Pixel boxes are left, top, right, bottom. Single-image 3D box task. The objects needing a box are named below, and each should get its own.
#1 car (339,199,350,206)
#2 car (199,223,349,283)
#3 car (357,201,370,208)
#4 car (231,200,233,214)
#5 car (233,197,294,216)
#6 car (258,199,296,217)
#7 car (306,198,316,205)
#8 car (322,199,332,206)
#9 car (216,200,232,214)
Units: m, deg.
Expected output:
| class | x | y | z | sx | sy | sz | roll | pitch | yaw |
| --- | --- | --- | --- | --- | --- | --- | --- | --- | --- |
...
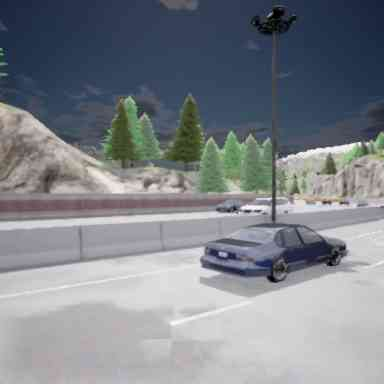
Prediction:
| class | x | y | z | sx | sy | sz | roll | pitch | yaw |
| --- | --- | --- | --- | --- | --- | --- | --- | --- | --- |
| car | 32.245 | 2.160 | 70.202 | 1.882 | 1.535 | 5.008 | 0 | -1 | 25 |
| car | 2.689 | 1.644 | 10.044 | 5.357 | 1.411 | 2.033 | 1 | -1 | -40 |
| car | 30.633 | 2.196 | 59.419 | 1.895 | 1.301 | 4.718 | 0 | -1 | 29 |
| car | 7.294 | 1.914 | 39.034 | 2.033 | 1.411 | 5.357 | 0 | -1 | 42 |
| car | 6.233 | 1.484 | 27.832 | 5.566 | 2.045 | 2.150 | 0 | -1 | -45 |
| car | 9.207 | 1.695 | 35.999 | 2.097 | 1.767 | 4.553 | 0 | -1 | 42 |
| car | 27.253 | 2.210 | 76.162 | 1.812 | 1.442 | 4.674 | 0 | -1 | 25 |
| car | 29.588 | 2.266 | 72.826 | 1.895 | 1.301 | 4.718 | 0 | -1 | 25 |
| car | 4.995 | 1.738 | 41.766 | 2.097 | 1.767 | 4.553 | 0 | -1 | 42 |
